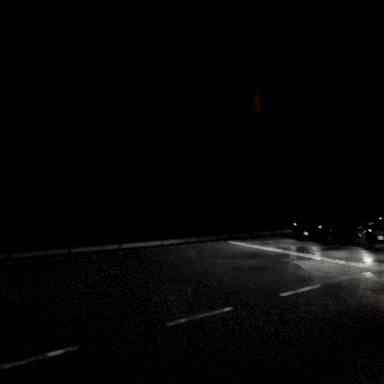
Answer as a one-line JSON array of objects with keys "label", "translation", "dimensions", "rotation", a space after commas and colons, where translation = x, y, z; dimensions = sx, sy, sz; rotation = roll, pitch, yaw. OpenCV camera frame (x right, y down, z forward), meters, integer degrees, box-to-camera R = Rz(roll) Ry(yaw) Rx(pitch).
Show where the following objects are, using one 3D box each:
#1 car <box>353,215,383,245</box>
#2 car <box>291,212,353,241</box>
[{"label": "car", "translation": [9.961, 1.689, 15.414], "dimensions": [4.902, 1.511, 2.128], "rotation": [1, 0, -35]}, {"label": "car", "translation": [7.523, 1.792, 17.985], "dimensions": [4.718, 1.301, 1.895], "rotation": [1, 0, -36]}]
